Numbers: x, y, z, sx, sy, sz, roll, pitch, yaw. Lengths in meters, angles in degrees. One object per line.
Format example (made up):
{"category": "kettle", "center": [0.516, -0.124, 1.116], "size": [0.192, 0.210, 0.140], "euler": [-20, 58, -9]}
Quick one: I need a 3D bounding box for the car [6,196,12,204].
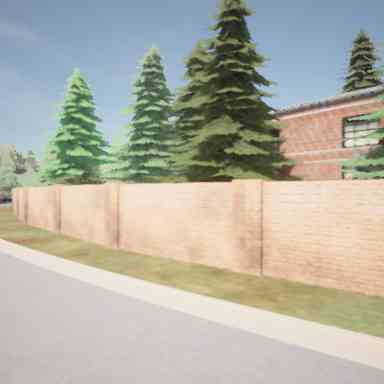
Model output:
{"category": "car", "center": [-35.331, 1.411, 62.931], "size": [1.882, 1.535, 5.008], "euler": [0, 0, -6]}

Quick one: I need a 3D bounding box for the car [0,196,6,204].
{"category": "car", "center": [-34.664, 1.433, 57.763], "size": [1.837, 1.490, 4.892], "euler": [0, 0, -9]}
